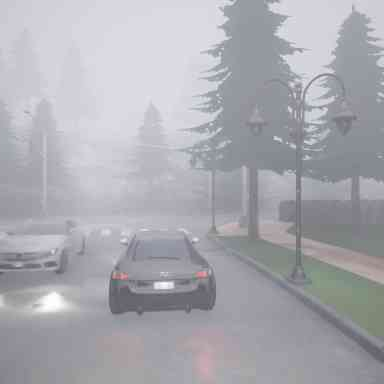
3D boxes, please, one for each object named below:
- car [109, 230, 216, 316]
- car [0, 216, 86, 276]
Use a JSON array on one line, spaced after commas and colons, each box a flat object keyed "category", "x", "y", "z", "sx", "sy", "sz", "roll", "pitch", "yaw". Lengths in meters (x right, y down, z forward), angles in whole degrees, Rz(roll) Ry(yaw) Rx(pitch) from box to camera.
[{"category": "car", "x": -0.724, "y": 1.564, "z": 7.670, "sx": 1.994, "sy": 1.385, "sz": 4.181, "roll": 0, "pitch": 0, "yaw": -7}, {"category": "car", "x": -4.587, "y": 1.526, "z": 10.529, "sx": 1.812, "sy": 1.442, "sz": 4.674, "roll": 0, "pitch": 0, "yaw": -7}]
